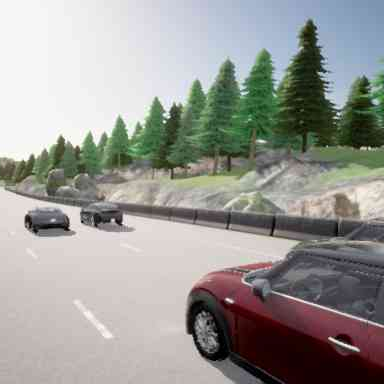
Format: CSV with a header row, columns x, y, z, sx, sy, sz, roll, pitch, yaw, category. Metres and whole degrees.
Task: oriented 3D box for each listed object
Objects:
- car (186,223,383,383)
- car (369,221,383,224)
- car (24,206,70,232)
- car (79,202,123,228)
x,y,z,sx,sy,sz,roll,pitch,yaw,category
1.812,1.351,3.799,2.097,1.767,4.553,0,0,-33,car
4.081,1.352,6.721,2.097,1.767,4.553,0,0,-33,car
-8.688,1.528,19.818,1.994,1.385,4.181,0,0,-33,car
-6.168,1.471,22.357,1.837,1.490,4.892,0,0,-33,car
